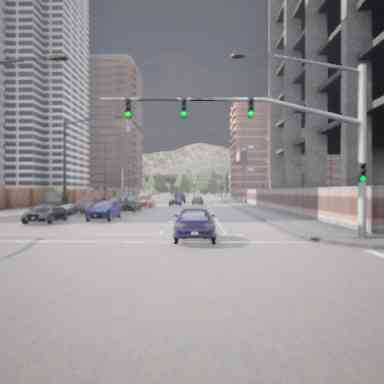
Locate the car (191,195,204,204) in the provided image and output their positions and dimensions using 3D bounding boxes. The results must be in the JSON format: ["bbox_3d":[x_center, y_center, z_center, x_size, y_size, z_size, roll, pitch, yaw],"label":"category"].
[{"bbox_3d":[0.903,1.386,53.886,2.128,1.511,4.902,0,0,1],"label":"car"}]

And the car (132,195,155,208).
[{"bbox_3d":[-6.330,1.263,45.538,2.097,1.767,4.553,0,0,2],"label":"car"}]

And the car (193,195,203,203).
[{"bbox_3d":[1.166,1.400,64.279,1.812,1.442,4.674,0,0,1],"label":"car"}]

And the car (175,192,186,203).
[{"bbox_3d":[-2.331,1.096,64.416,2.150,2.045,5.566,0,0,1],"label":"car"}]

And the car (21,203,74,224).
[{"bbox_3d":[-10.437,1.517,23.916,1.994,1.385,4.181,0,0,1],"label":"car"}]

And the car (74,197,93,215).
[{"bbox_3d":[-10.231,1.289,32.474,2.097,1.767,4.553,0,0,2],"label":"car"}]

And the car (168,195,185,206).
[{"bbox_3d":[-2.553,1.500,51.782,1.895,1.301,4.718,0,0,2],"label":"car"}]

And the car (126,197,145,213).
[{"bbox_3d":[-6.637,1.531,35.733,1.895,1.301,4.718,0,0,2],"label":"car"}]

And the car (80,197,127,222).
[{"bbox_3d":[-6.880,1.426,26.392,1.882,1.535,5.008,0,0,1],"label":"car"}]

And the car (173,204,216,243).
[{"bbox_3d":[0.131,1.495,15.674,1.812,1.442,4.674,0,0,0],"label":"car"}]
